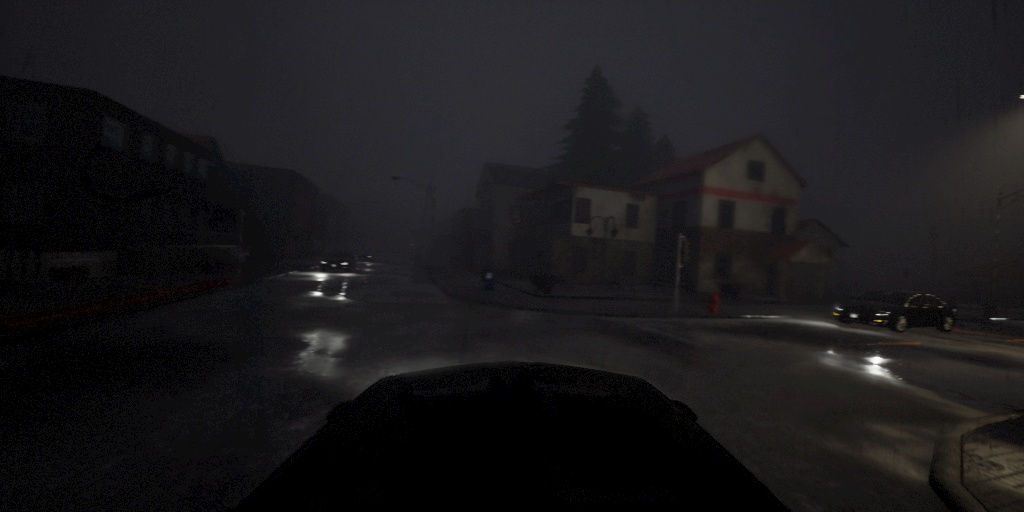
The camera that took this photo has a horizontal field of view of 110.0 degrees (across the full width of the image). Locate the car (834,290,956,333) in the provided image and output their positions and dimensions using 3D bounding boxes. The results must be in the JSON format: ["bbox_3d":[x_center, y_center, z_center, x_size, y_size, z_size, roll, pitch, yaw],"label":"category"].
[{"bbox_3d":[15.319,2.131,14.337,4.892,1.490,1.837,2,1,-17],"label":"car"}]

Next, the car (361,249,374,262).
[{"bbox_3d":[-17.646,-0.056,42.899,1.812,1.442,4.674,3,0,-17],"label":"car"}]

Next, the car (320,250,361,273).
[{"bbox_3d":[-12.461,0.341,26.027,1.837,1.490,4.892,3,0,-17],"label":"car"}]
